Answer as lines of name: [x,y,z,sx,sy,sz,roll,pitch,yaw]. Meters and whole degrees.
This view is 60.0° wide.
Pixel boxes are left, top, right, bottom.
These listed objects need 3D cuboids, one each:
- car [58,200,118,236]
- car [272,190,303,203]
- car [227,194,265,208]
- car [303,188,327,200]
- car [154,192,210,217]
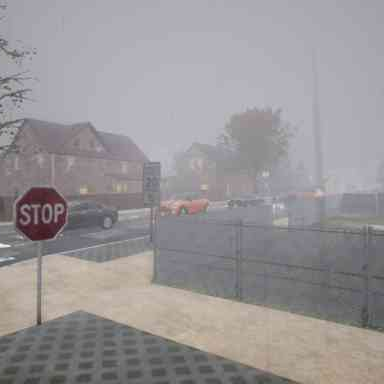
car: [-5.849,1.189,16.349,1.837,1.490,4.892,1,2,36]
car: [11.309,0.484,40.394,2.128,1.511,4.902,1,2,36]
car: [5.213,0.837,31.886,1.895,1.301,4.718,1,2,35]
car: [14.748,0.345,40.203,2.097,1.767,4.553,1,2,35]
car: [-0.617,0.824,23.698,2.097,1.767,4.553,1,2,35]
